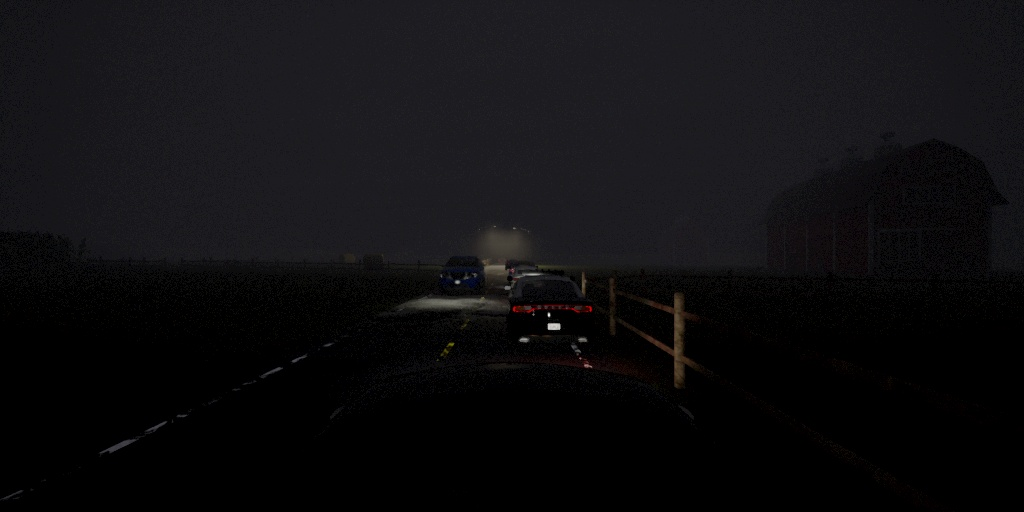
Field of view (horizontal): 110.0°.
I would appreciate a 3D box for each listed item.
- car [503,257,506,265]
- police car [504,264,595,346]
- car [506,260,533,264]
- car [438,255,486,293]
[{"bbox_3d":[0.030,1.220,49.769,1.882,1.535,5.008,0,0,0],"label":"car"},{"bbox_3d":[0.820,1.174,9.587,1.930,1.638,5.238,0,0,0],"label":"police car"},{"bbox_3d":[0.811,1.099,25.447,2.097,1.767,4.553,0,0,0],"label":"car"},{"bbox_3d":[-2.760,0.970,20.934,2.150,2.045,5.566,0,0,0],"label":"car"}]
